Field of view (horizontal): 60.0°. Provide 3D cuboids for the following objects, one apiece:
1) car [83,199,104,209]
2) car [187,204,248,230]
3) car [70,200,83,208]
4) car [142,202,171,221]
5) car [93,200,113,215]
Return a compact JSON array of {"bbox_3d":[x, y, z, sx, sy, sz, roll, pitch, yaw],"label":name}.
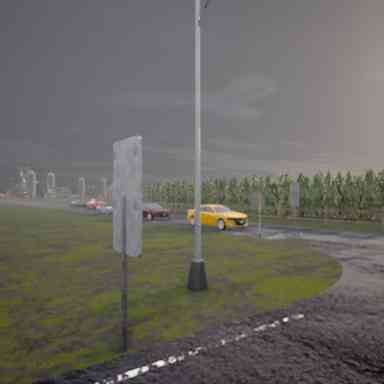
[{"bbox_3d":[-14.854,1.797,51.606,2.097,1.767,4.553,0,-1,-35],"label":"car"},{"bbox_3d":[1.623,1.610,22.489,1.882,1.535,5.008,0,-1,-35],"label":"car"},{"bbox_3d":[-20.596,2.102,59.933,1.994,1.385,4.181,0,-1,-35],"label":"car"},{"bbox_3d":[-3.784,1.697,30.328,1.882,1.535,5.008,0,-1,-35],"label":"car"},{"bbox_3d":[-9.443,1.911,38.560,1.895,1.301,4.718,0,-1,-34],"label":"car"}]
